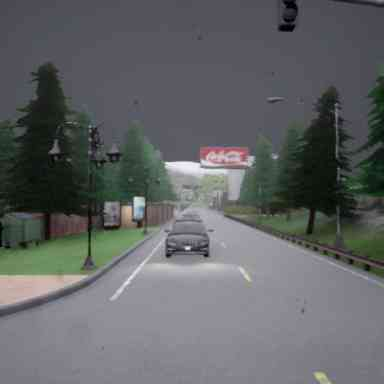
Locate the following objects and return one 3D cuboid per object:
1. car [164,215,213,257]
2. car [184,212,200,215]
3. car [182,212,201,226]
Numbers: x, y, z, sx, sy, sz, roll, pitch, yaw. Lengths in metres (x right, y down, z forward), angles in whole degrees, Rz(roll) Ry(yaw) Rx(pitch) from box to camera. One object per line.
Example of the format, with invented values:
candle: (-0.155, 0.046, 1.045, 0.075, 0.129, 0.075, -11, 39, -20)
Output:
car: (-0.142, 2.049, 15.429, 1.837, 1.490, 4.892, 0, -2, 1)
car: (-0.079, 2.493, 25.417, 1.994, 1.385, 4.181, 0, -2, 0)
car: (0.008, 2.949, 37.248, 1.994, 1.385, 4.181, 0, -2, 1)
